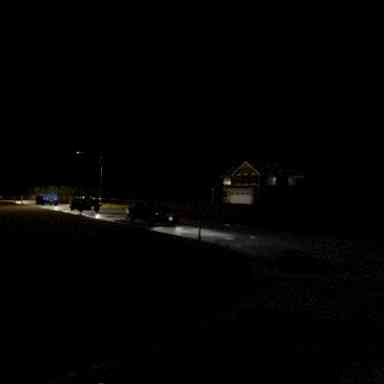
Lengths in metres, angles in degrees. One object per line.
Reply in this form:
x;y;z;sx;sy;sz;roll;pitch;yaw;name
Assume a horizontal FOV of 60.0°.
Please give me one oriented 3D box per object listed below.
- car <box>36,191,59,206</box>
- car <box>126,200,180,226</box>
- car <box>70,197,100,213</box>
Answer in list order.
-20.894;0.932;47.925;2.150;2.045;5.566;1;-1;-35;car
-2.647;1.299;21.635;2.128;1.511;4.902;1;0;-35;car
-10.702;1.229;33.172;2.128;1.511;4.902;1;0;-35;car
